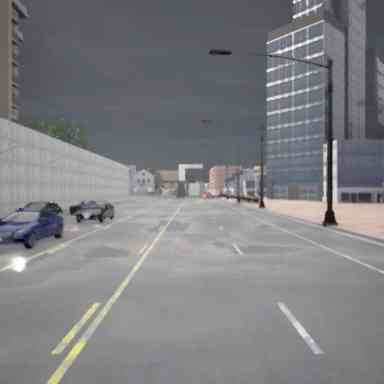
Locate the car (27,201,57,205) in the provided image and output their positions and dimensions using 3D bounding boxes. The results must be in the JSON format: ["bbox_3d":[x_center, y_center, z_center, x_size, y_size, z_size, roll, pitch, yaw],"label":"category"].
[{"bbox_3d":[-10.590,1.425,23.115,1.837,1.490,4.892,0,0,0],"label":"car"}]

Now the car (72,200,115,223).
[{"bbox_3d":[-7.087,1.406,24.842,2.128,1.511,4.902,0,0,0],"label":"car"}]

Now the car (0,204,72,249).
[{"bbox_3d":[-7.096,1.476,14.500,1.812,1.442,4.674,0,0,0],"label":"car"}]

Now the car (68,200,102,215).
[{"bbox_3d":[-10.551,1.486,33.175,1.895,1.301,4.718,0,0,1],"label":"car"}]
